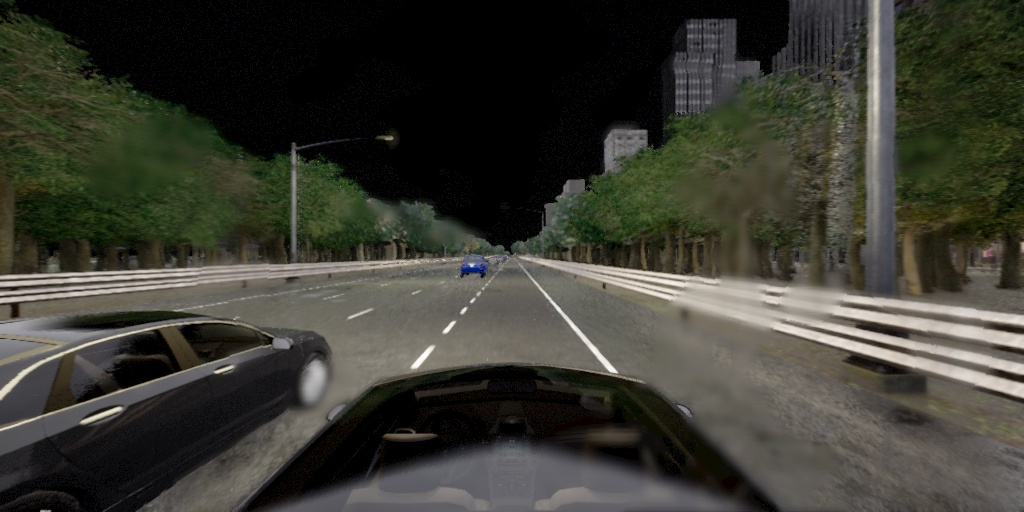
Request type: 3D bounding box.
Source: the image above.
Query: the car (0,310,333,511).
[{"bbox_3d":[-3.500,1.258,3.243,1.837,1.490,4.892,0,0,0],"label":"car"}]

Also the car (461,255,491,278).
[{"bbox_3d":[-3.503,0.952,34.070,2.150,2.045,5.566,0,0,0],"label":"car"}]
